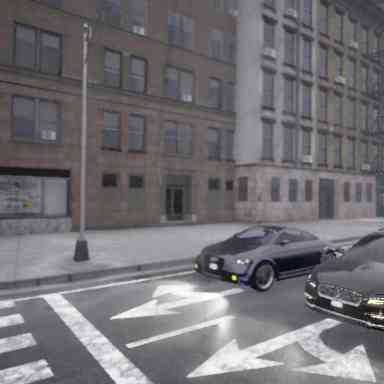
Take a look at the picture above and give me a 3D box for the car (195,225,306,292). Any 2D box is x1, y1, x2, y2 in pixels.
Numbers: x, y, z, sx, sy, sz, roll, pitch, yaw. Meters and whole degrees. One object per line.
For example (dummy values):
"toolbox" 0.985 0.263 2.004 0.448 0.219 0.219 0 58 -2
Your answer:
"car" 2.143 1.629 9.200 4.181 1.385 1.994 1 0 -35

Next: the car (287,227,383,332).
"car" 4.322 1.572 6.759 4.892 1.490 1.837 1 0 -35
